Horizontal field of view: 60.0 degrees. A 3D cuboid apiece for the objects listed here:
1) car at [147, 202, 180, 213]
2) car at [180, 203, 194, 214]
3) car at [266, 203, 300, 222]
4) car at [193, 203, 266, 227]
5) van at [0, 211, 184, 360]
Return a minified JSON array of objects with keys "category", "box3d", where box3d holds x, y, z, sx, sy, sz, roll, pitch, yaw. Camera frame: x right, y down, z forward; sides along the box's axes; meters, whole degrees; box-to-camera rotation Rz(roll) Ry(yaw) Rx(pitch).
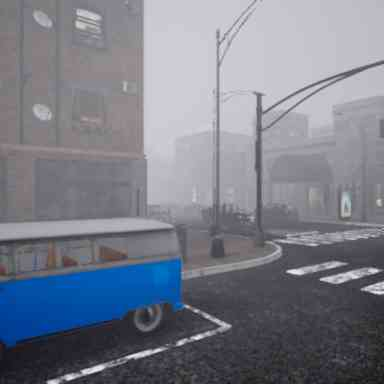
[{"category":"car","box3d":[-3.235,1.770,27.788,2.008,1.369,4.403,-1,0,-35]},{"category":"car","box3d":[0.343,1.852,37.276,1.802,1.307,4.206,-1,0,-35]},{"category":"car","box3d":[6.890,1.618,27.952,1.967,1.590,4.097,-1,0,-35]},{"category":"car","box3d":[2.585,1.664,24.191,2.128,1.511,4.902,0,0,-35]},{"category":"van","box3d":[-2.049,1.344,5.101,3.998,1.788,1.690,0,0,-36]}]
